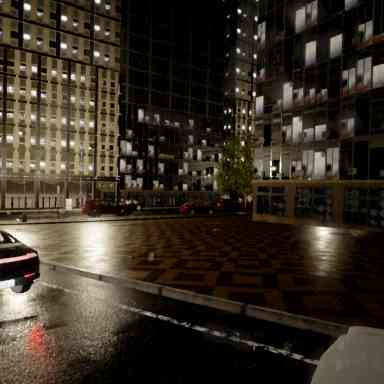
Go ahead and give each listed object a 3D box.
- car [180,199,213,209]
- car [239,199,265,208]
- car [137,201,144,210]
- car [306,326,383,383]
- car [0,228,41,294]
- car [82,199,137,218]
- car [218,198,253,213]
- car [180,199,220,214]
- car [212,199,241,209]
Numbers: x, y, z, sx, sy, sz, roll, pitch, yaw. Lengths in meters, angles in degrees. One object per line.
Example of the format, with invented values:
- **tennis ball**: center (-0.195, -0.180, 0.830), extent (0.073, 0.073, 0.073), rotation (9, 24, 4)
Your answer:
- **car**: center (0.764, 1.785, 50.045), extent (4.829, 1.417, 1.752), rotation (1, 1, -34)
- **car**: center (10.260, 1.934, 56.544), extent (4.206, 1.307, 1.802), rotation (1, 1, -34)
- **car**: center (-8.453, 1.720, 43.739), extent (4.403, 1.369, 2.008), rotation (1, 1, -34)
- **car**: center (2.945, 1.602, 1.586), extent (4.718, 1.301, 1.895), rotation (0, 0, 36)
- **car**: center (-5.399, 1.489, 7.537), extent (4.902, 1.511, 2.128), rotation (0, 0, 35)
- **car**: center (-8.679, 1.645, 34.031), extent (5.009, 1.841, 2.192), rotation (1, 1, -34)
- **car**: center (5.356, 1.782, 43.634), extent (5.009, 1.841, 2.192), rotation (1, 1, -34)
- **car**: center (0.673, 1.966, 40.437), extent (4.507, 1.381, 1.887), rotation (1, 1, -34)
- **car**: center (5.582, 1.872, 53.343), extent (4.313, 1.339, 1.947), rotation (1, 1, -34)
